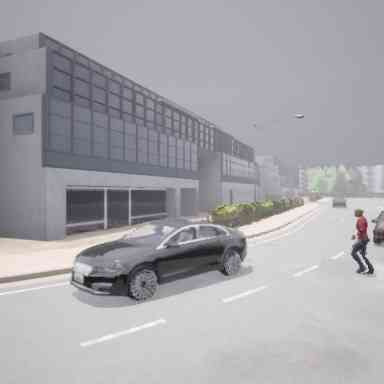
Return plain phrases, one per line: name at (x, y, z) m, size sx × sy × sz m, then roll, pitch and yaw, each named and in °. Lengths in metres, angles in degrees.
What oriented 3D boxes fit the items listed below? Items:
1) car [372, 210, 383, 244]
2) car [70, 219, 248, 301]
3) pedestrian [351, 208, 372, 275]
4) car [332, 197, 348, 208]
car at (9.572, 1.547, 15.493) m, size 2.033 × 1.411 × 5.357 m, roll 0°, pitch 0°, yaw 30°
car at (-0.545, 1.491, 8.485) m, size 4.902 × 1.511 × 2.128 m, roll 0°, pitch 0°, yaw -44°
pedestrian at (4.594, 1.294, 9.072) m, size 0.375 × 1.860 × 0.375 m, roll 0°, pitch 0°, yaw 41°
car at (21.381, 1.493, 48.177) m, size 1.882 × 1.535 × 5.008 m, roll 0°, pitch 0°, yaw 25°
